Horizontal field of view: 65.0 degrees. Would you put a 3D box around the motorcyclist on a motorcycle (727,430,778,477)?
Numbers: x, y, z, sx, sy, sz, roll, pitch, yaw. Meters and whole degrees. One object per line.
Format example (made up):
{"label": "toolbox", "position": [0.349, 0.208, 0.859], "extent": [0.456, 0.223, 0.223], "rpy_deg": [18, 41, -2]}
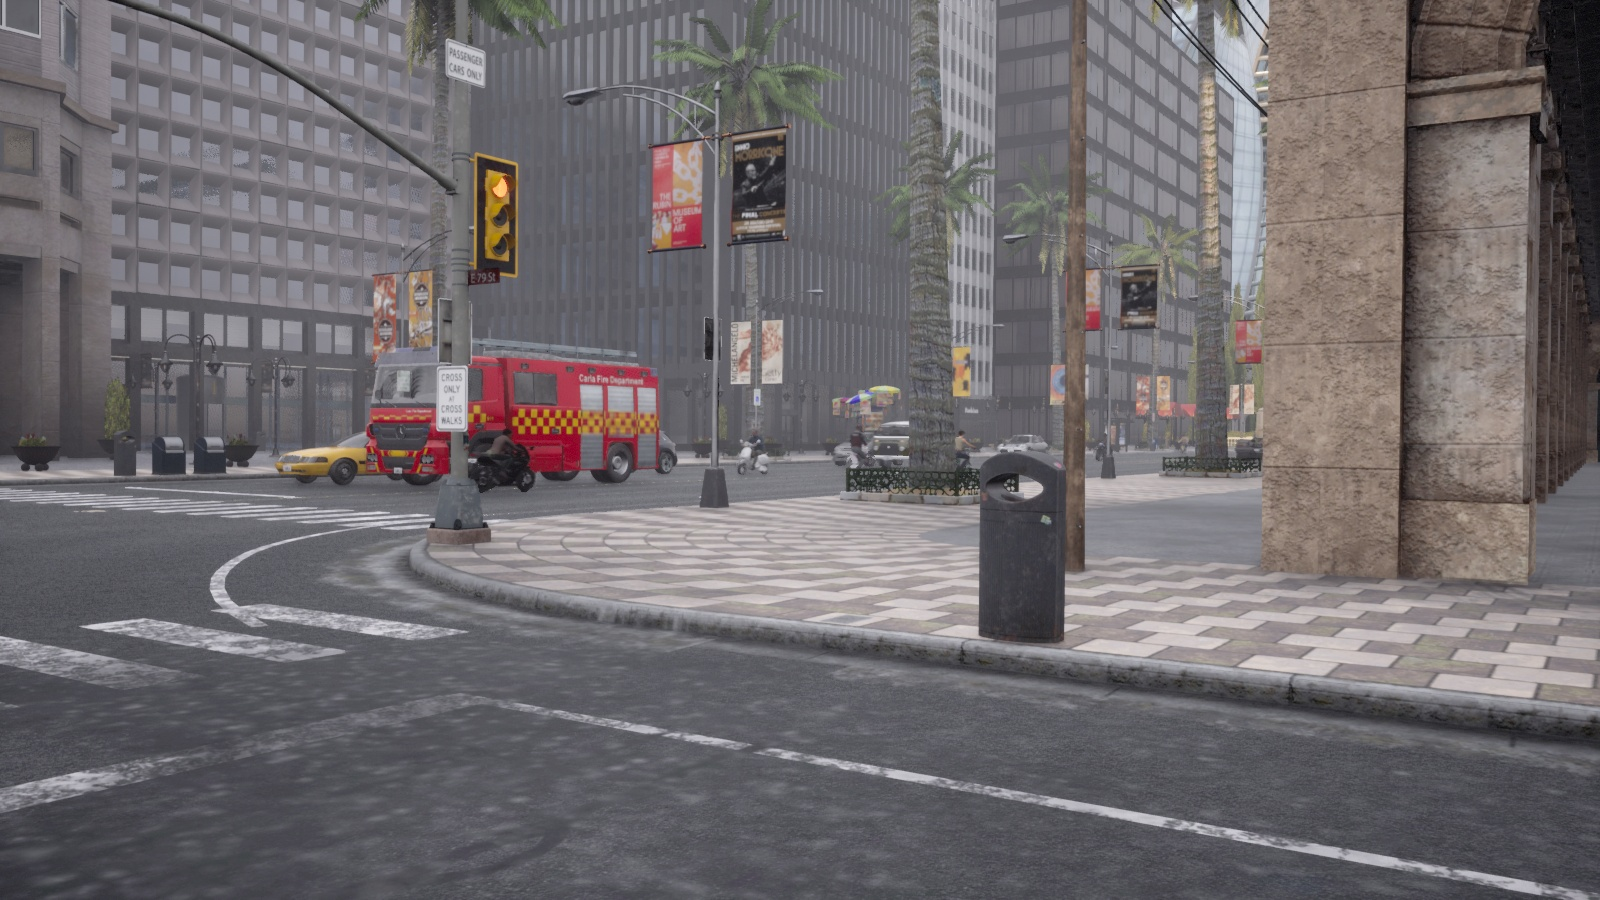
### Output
{"label": "motorcyclist on a motorcycle", "position": [-1.624, 0.105, 43.499], "extent": [0.866, 1.590, 1.817], "rpy_deg": [0, 0, 33]}

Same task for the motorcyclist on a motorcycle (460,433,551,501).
{"label": "motorcyclist on a motorcycle", "position": [-6.840, 0.376, 29.245], "extent": [0.797, 1.523, 2.044], "rpy_deg": [0, 1, 33]}

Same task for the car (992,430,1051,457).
{"label": "car", "position": [12.711, -0.399, 71.845], "extent": [1.970, 1.475, 3.806], "rpy_deg": [0, 1, 33]}

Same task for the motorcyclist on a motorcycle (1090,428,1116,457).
{"label": "motorcyclist on a motorcycle", "position": [17.617, -0.474, 72.992], "extent": [0.766, 1.649, 2.350], "rpy_deg": [0, 1, 33]}

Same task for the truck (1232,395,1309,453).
{"label": "truck", "position": [29.548, -1.591, 78.588], "extent": [2.891, 3.462, 7.936], "rpy_deg": [0, 1, 33]}

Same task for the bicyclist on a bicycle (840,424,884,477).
{"label": "bicyclist on a bicycle", "position": [2.121, -0.001, 42.798], "extent": [0.659, 1.776, 1.843], "rpy_deg": [0, 1, 33]}

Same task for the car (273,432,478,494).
{"label": "car", "position": [-11.593, 0.301, 34.719], "extent": [1.801, 1.575, 5.366], "rpy_deg": [0, 1, 34]}

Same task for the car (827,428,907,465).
{"label": "car", "position": [3.058, -0.175, 56.913], "extent": [1.851, 1.617, 3.988], "rpy_deg": [0, 1, 33]}

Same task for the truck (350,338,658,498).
{"label": "truck", "position": [-7.730, -0.831, 34.274], "extent": [2.891, 3.827, 8.468], "rpy_deg": [0, 1, 33]}

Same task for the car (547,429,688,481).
{"label": "car", "position": [-6.171, 0.130, 42.968], "extent": [2.033, 1.649, 4.856], "rpy_deg": [0, 1, 34]}

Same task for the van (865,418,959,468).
{"label": "van", "position": [4.782, -0.314, 53.171], "extent": [2.069, 2.038, 4.480], "rpy_deg": [0, 1, 33]}
